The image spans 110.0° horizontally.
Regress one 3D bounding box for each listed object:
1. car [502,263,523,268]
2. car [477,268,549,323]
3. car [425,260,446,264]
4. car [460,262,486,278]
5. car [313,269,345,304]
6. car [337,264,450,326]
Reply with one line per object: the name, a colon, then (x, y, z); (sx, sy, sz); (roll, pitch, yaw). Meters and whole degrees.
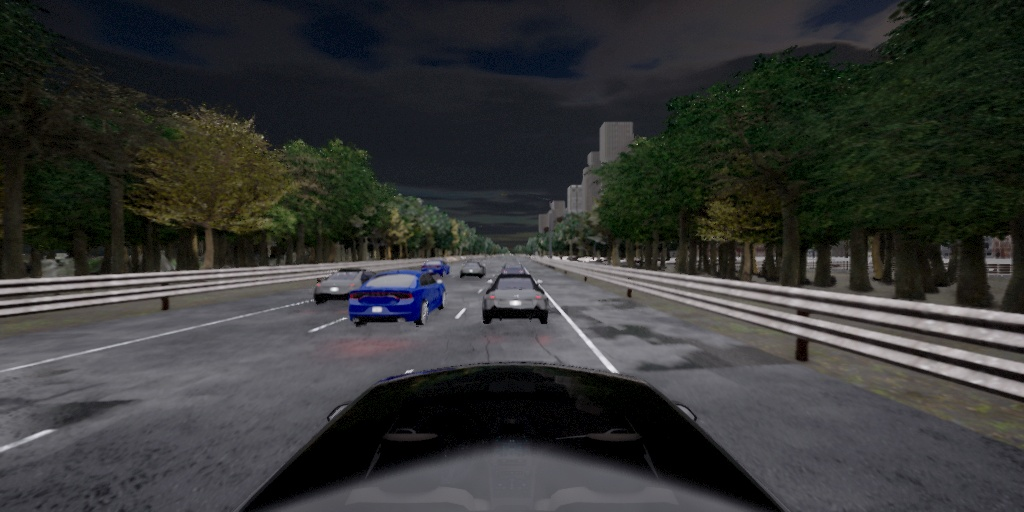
car: (0.095, 1.237, 29.756); (1.895, 1.301, 4.718); (0, 0, 0)
car: (0.098, 1.276, 12.007); (1.994, 1.385, 4.181); (0, 0, 0)
car: (-6.904, 1.096, 32.807); (1.882, 1.535, 5.008); (0, 0, 0)
car: (-3.403, 1.188, 31.779); (1.994, 1.385, 4.181); (0, 0, 0)
car: (-6.902, 1.260, 15.941); (1.994, 1.385, 4.181); (0, 0, 0)
car: (-3.402, 1.191, 11.520); (1.882, 1.535, 5.008); (0, 0, 0)
